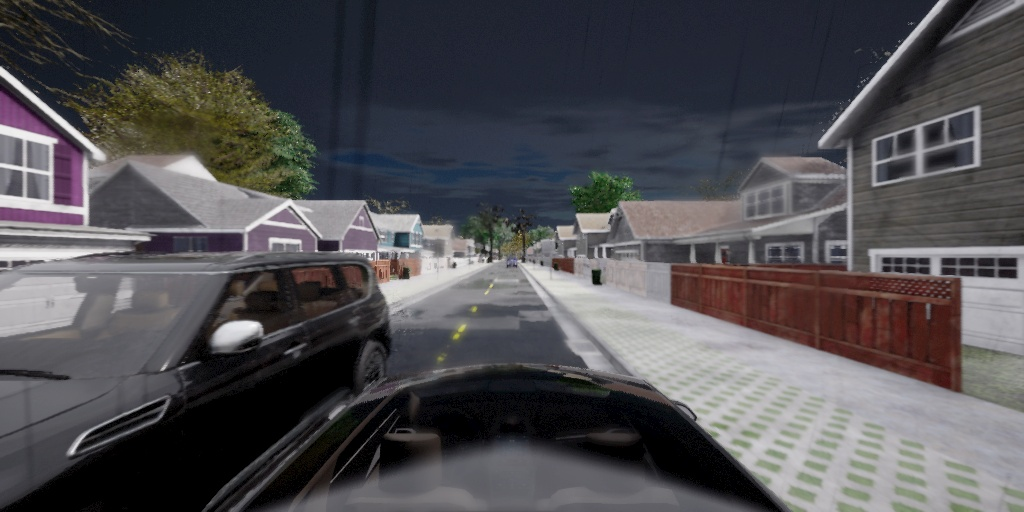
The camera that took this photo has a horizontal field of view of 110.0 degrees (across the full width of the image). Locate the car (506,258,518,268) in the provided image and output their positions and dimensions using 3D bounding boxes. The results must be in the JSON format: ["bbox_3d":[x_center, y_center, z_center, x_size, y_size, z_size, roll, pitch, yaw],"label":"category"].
[{"bbox_3d":[-0.006,1.348,59.245,1.895,1.301,4.718,0,0,0],"label":"car"}]

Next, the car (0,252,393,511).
[{"bbox_3d":[-2.828,0.971,3.080,2.150,2.045,5.566,0,0,0],"label":"car"}]
